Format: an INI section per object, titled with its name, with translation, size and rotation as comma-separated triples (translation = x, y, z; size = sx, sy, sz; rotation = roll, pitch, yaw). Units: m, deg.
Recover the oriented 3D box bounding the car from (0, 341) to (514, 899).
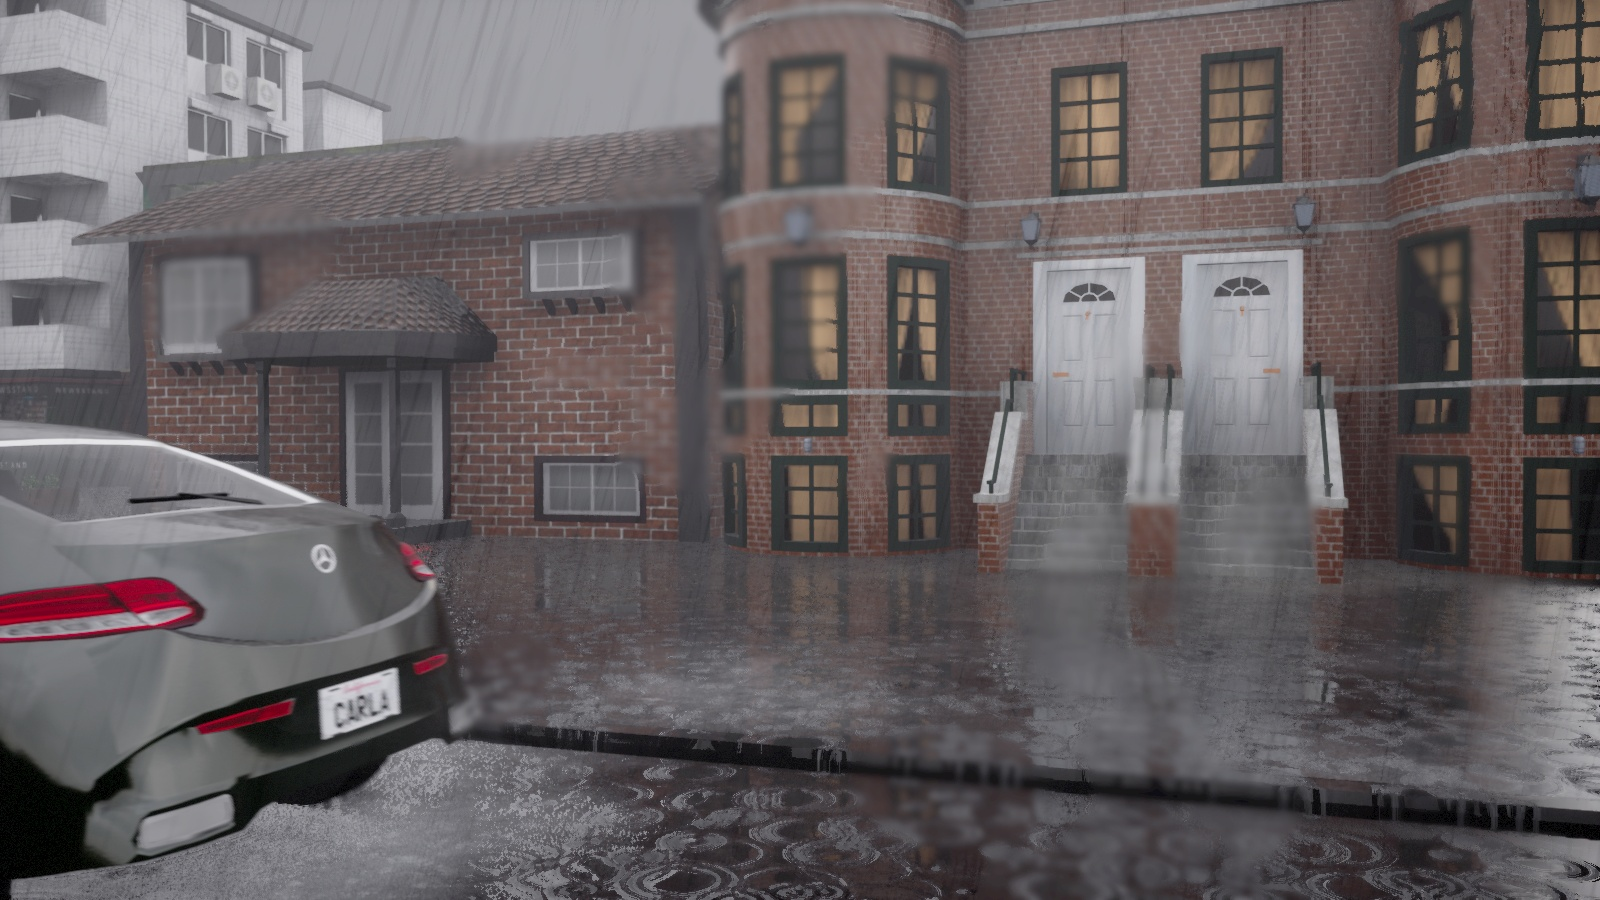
[car]
translation = -3.922, 0.511, 5.038
size = 5.027, 1.651, 2.152
rotation = 1, 1, 19
